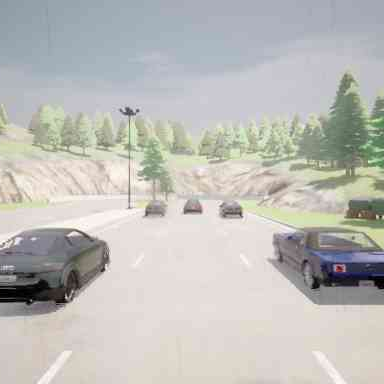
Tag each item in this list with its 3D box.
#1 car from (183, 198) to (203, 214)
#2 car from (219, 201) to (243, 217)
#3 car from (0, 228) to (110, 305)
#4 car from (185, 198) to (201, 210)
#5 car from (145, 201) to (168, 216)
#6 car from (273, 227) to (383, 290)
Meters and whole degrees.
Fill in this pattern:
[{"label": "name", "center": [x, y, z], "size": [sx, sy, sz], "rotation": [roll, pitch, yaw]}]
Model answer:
[{"label": "car", "center": [0.108, 1.564, 35.239], "size": [1.994, 1.385, 4.181], "rotation": [0, 0, 0]}, {"label": "car", "center": [3.608, 1.547, 31.386], "size": [2.033, 1.411, 5.357], "rotation": [0, 0, 0]}, {"label": "car", "center": [-3.399, 1.564, 8.143], "size": [1.994, 1.385, 4.181], "rotation": [0, 0, 0]}, {"label": "car", "center": [0.164, 1.547, 44.483], "size": [2.033, 1.411, 5.357], "rotation": [0, 0, 1]}, {"label": "car", "center": [-3.392, 1.547, 32.034], "size": [2.033, 1.411, 5.357], "rotation": [0, 0, 0]}, {"label": "car", "center": [3.603, 1.601, 9.061], "size": [1.895, 1.301, 4.718], "rotation": [0, 0, 0]}]
